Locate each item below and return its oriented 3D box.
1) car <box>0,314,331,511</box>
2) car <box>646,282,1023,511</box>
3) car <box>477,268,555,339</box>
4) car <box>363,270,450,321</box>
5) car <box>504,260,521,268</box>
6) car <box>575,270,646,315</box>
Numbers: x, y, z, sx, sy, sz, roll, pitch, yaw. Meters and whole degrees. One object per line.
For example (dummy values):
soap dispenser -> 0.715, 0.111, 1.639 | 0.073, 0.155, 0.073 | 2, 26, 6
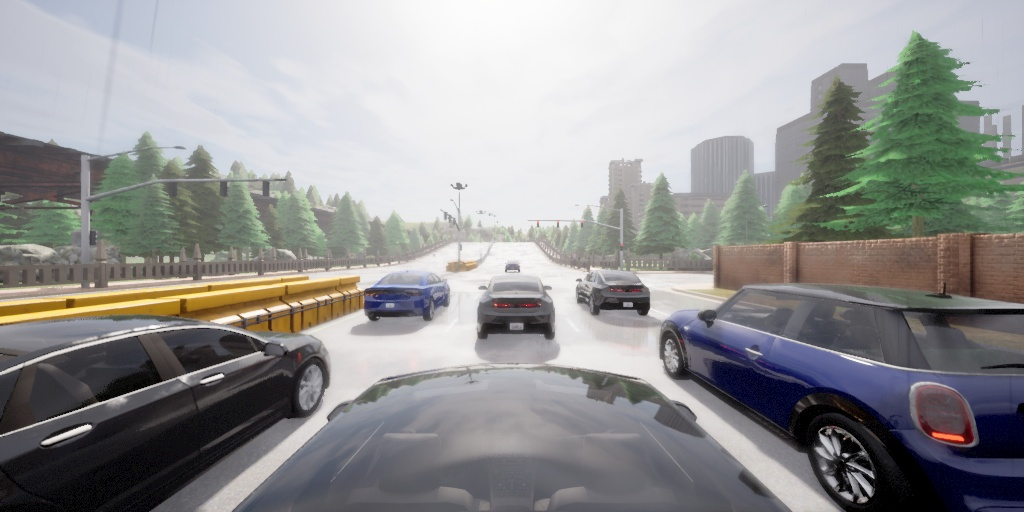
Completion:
car -> -3.400, 1.255, 2.983 | 1.837, 1.490, 4.892 | 0, 0, 0
car -> 3.601, 1.102, 4.406 | 2.097, 1.767, 4.553 | 0, 0, 0
car -> 0.097, 1.255, 10.057 | 1.837, 1.490, 4.892 | 0, 0, 0
car -> -3.402, 1.228, 12.480 | 1.882, 1.535, 5.008 | 0, 0, 0
car -> 0.077, 1.276, 45.572 | 1.812, 1.442, 4.674 | 0, 0, 0
car -> 3.616, 1.255, 13.491 | 1.837, 1.490, 4.892 | 0, 0, 1
